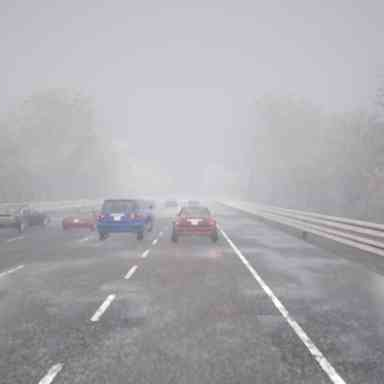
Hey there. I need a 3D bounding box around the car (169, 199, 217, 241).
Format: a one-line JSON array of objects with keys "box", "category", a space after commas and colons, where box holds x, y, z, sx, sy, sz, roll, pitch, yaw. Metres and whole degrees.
[{"box": [0.130, 1.437, 17.238, 2.097, 1.767, 4.553, 0, 0, 0], "category": "car"}]

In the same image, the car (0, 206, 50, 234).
[{"box": [-10.362, 1.587, 20.175, 2.128, 1.511, 4.902, 0, 0, 0], "category": "car"}]

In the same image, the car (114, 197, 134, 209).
[{"box": [-10.257, 1.597, 50.332, 2.097, 1.767, 4.553, 0, 0, 0], "category": "car"}]

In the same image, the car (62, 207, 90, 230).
[{"box": [-6.856, 1.668, 21.745, 1.994, 1.385, 4.181, 0, 0, 0], "category": "car"}]

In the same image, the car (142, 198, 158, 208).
[{"box": [-6.744, 1.744, 54.057, 1.882, 1.535, 5.008, 0, 0, 0], "category": "car"}]

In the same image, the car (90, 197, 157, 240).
[{"box": [-3.370, 1.306, 17.749, 2.150, 2.045, 5.566, 0, 0, 0], "category": "car"}]

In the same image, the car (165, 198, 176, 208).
[{"box": [-3.244, 1.747, 54.413, 1.882, 1.535, 5.008, 0, 0, 0], "category": "car"}]
